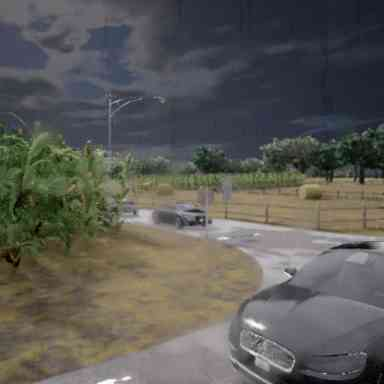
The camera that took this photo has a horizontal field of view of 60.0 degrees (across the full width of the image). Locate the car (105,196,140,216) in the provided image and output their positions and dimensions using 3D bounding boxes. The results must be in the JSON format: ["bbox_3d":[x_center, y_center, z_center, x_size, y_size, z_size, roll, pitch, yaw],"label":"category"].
[{"bbox_3d":[-5.913,1.095,26.952,1.812,1.442,4.674,0,1,-35],"label":"car"}]

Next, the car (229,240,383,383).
[{"bbox_3d":[2.710,1.553,4.873,4.892,1.490,1.837,0,0,-35],"label":"car"}]

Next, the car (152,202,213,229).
[{"bbox_3d":[-0.641,1.306,19.490,1.994,1.385,4.181,0,1,-35],"label":"car"}]
